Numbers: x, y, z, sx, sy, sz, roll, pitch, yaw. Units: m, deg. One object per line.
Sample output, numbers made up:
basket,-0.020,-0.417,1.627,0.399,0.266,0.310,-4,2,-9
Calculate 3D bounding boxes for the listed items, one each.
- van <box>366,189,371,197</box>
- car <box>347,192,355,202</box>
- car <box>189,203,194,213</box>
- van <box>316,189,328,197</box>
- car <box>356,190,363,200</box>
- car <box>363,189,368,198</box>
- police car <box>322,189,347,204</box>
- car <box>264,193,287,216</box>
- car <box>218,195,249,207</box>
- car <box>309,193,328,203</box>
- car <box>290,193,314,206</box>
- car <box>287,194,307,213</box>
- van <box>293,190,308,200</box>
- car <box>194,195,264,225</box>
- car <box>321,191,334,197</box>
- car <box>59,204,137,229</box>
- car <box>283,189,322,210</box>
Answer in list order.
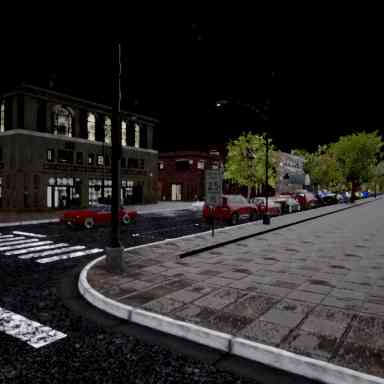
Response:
van,40.260,0.301,77.029,1.690,1.788,3.998,1,2,34
car,23.634,0.690,52.083,2.097,1.767,4.553,1,1,34
car,1.610,1.172,30.974,1.812,1.442,4.674,1,1,34
van,30.206,0.296,77.190,1.690,1.788,3.998,1,2,34
car,30.846,0.750,63.325,1.802,1.307,4.206,1,2,34
car,34.080,0.622,68.033,1.752,1.417,4.829,1,2,34
police car,19.769,0.846,46.415,1.930,1.638,5.238,1,1,34
car,5.754,1.151,26.763,1.967,1.590,4.097,1,1,34
car,5.110,1.069,40.638,1.947,1.339,4.313,1,2,34
car,19.923,0.860,52.179,1.812,1.442,4.674,1,1,34
car,14.920,0.970,44.790,1.812,1.442,4.674,1,1,35
car,8.890,1.195,31.336,2.008,1.369,4.403,1,2,34
van,20.796,0.504,63.481,1.690,1.788,3.998,1,2,34
car,2.618,1.093,22.191,2.192,1.841,5.009,1,1,34
car,33.340,0.436,81.765,2.008,1.369,4.403,1,2,34
car,-5.632,1.401,20.422,1.895,1.301,4.718,1,1,34
car,12.029,0.892,35.901,2.192,1.841,5.009,1,2,34
